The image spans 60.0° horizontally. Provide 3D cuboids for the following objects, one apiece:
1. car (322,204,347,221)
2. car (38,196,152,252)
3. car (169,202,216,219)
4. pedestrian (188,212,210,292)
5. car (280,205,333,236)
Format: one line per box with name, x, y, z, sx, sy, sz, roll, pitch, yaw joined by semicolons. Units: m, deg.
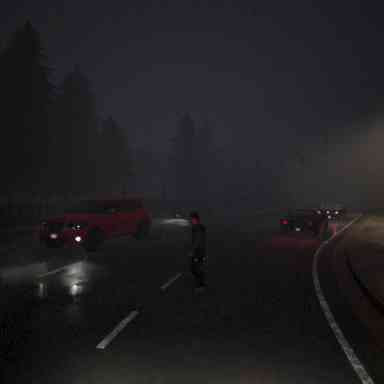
car;11.506;1.601;27.269;1.895;1.301;4.718;0;0;31
car;-3.848;1.221;14.410;2.150;2.045;5.566;0;0;24
car;0.205;1.548;29.188;2.033;1.411;5.357;0;0;31
pedestrian;0.128;1.294;7.493;0.375;1.860;0.375;0;0;14
car;6.466;1.601;18.755;1.895;1.301;4.718;0;0;30
